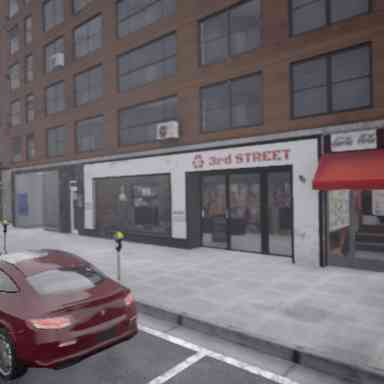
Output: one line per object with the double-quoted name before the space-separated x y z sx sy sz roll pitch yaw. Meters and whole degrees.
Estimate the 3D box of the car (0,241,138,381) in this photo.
"car" -2.630 1.595 5.323 4.206 1.307 1.802 -1 0 40
